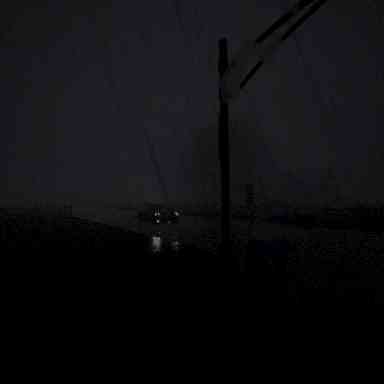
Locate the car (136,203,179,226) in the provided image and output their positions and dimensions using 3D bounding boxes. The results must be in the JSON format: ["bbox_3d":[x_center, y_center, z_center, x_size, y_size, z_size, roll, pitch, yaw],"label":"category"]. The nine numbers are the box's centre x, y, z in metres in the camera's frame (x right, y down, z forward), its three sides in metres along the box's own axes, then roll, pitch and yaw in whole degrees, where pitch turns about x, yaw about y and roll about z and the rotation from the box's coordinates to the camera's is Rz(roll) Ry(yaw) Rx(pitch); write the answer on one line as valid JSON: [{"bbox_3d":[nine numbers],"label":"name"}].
[{"bbox_3d":[-2.843,1.685,26.653,2.097,1.767,4.553,-1,0,-31],"label":"car"}]
